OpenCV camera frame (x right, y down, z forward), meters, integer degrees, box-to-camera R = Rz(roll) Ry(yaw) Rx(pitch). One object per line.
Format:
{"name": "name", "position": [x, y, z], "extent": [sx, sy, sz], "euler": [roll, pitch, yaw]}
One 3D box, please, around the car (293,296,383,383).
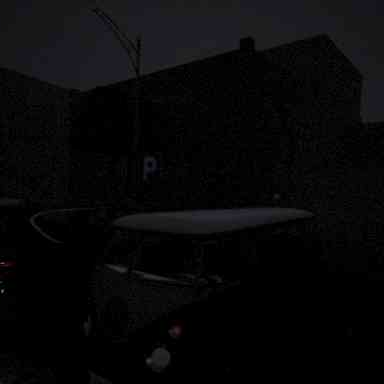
{"name": "car", "position": [2.856, 1.573, 3.274], "extent": [2.163, 1.488, 4.792], "euler": [2, 1, 36]}

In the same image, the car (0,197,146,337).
{"name": "car", "position": [-1.700, 1.138, 6.656], "extent": [2.435, 2.045, 5.566], "euler": [2, 1, 36]}

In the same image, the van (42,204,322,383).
{"name": "van", "position": [0.459, 1.239, 4.906], "extent": [1.878, 1.987, 4.442], "euler": [2, 1, 36]}
